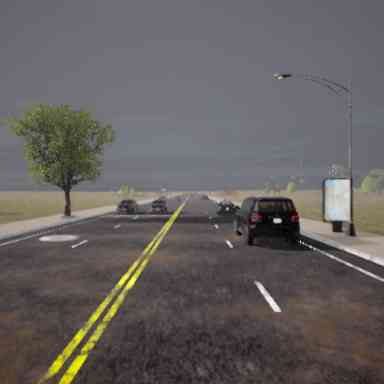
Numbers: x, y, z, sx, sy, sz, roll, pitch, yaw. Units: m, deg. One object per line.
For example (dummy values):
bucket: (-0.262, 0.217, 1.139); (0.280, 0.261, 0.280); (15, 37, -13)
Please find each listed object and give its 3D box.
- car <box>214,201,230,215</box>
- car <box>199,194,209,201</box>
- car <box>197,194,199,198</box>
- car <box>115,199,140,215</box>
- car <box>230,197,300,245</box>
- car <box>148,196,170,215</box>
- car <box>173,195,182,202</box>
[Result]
car: (3.340, 1.567, 33.325); (1.994, 1.385, 4.181); (0, 0, 0)
car: (3.229, 1.495, 82.292); (1.837, 1.490, 4.892); (0, 0, 0)
car: (3.226, 1.491, 93.322); (2.163, 1.488, 4.792); (0, 0, 0)
car: (-6.602, 1.508, 34.483); (1.837, 1.490, 4.892); (0, 0, 0)
car: (3.347, 1.225, 15.713); (2.150, 2.045, 5.566); (0, 0, 0)
car: (-3.352, 1.509, 34.483); (1.837, 1.490, 4.892); (0, 0, 0)
car: (-3.270, 1.495, 75.250); (2.128, 1.511, 4.902); (0, 0, 0)
